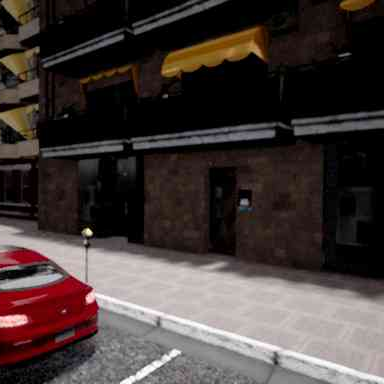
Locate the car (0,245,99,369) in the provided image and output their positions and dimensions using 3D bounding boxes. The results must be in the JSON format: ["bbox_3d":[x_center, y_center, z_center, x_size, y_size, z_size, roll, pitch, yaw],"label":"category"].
[{"bbox_3d":[-3.195,1.497,5.140,4.206,1.307,1.802,1,0,35],"label":"car"}]
